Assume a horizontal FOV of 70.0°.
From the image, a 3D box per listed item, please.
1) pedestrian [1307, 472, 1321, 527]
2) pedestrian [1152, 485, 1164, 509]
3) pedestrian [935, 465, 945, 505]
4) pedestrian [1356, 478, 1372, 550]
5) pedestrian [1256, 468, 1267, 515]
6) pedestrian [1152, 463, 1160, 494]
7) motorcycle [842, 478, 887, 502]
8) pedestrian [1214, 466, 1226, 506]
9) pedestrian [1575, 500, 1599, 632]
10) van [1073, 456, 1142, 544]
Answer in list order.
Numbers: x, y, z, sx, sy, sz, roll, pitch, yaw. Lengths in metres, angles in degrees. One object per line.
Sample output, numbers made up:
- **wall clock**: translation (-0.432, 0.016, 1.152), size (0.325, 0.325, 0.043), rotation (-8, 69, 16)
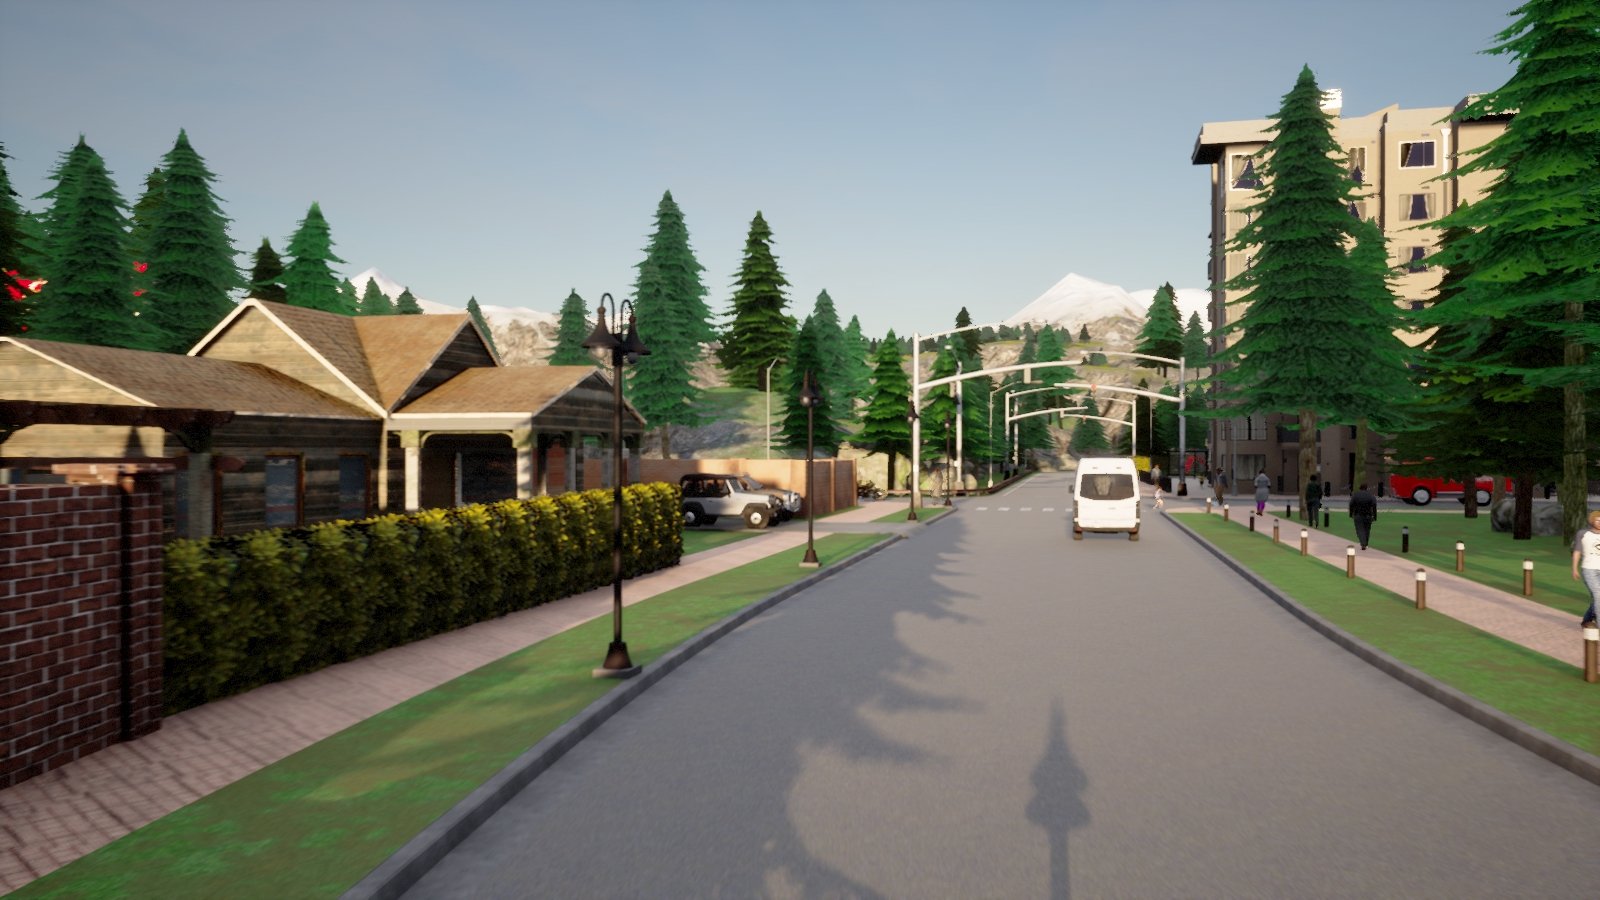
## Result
- **pedestrian**: translation (17.346, 1.665, 38.574), size (0.375, 1.860, 0.375), rotation (0, 0, 13)
- **pedestrian**: translation (16.899, 2.209, 53.902), size (0.500, 1.100, 0.500), rotation (0, 0, 14)
- **pedestrian**: translation (6.615, 1.664, 53.978), size (0.375, 1.860, 0.375), rotation (0, 0, 26)
- **pedestrian**: translation (14.711, 1.666, 29.807), size (0.375, 1.860, 0.375), rotation (0, 0, 27)
- **pedestrian**: translation (18.627, 1.669, 46.119), size (0.375, 1.860, 0.375), rotation (0, 0, 20)
- **pedestrian**: translation (21.193, 1.699, 67.965), size (0.375, 1.860, 0.375), rotation (0, 0, 4)
- **motorcycle**: translation (3.523, 2.151, 62.161), size (2.356, 1.277, 0.764), rotation (0, -1, 13)
- **pedestrian**: translation (19.649, 1.681, 53.448), size (0.375, 1.860, 0.375), rotation (0, 0, -32)
- **pedestrian**: translation (11.479, 1.666, 16.499), size (0.375, 1.860, 0.375), rotation (0, 0, 14)
- **van**: translation (9.861, 1.504, 36.980), size (1.988, 2.561, 5.915), rotation (0, 0, 13)
